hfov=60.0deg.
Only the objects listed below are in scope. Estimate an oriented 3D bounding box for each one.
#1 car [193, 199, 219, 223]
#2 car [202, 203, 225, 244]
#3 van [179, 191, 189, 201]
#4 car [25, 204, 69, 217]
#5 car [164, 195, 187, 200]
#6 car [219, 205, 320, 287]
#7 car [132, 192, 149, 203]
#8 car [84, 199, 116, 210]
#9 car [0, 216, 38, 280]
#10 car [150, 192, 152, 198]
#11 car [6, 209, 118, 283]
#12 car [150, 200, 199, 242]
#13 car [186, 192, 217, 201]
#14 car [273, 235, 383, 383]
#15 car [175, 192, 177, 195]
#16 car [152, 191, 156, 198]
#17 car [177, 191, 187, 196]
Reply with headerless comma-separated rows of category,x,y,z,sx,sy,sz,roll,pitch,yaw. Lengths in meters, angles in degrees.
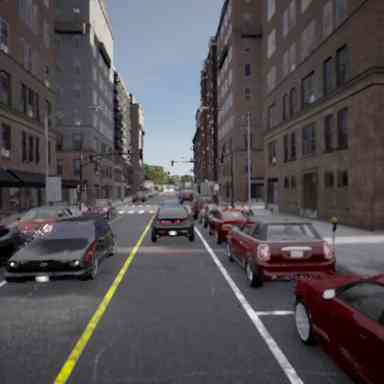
car,1.364,1.349,20.401,2.008,1.369,4.403,-1,1,-4
car,1.743,1.391,14.732,1.887,1.381,4.507,-1,1,-4
van,-1.495,0.767,64.050,1.690,1.788,3.998,-1,1,-4
car,-6.265,1.376,14.197,1.967,1.590,4.097,-1,1,-4
car,-1.578,1.285,25.790,1.837,1.490,4.892,-1,1,-3
car,2.120,1.334,9.062,1.967,1.590,4.097,-1,1,-4
car,-9.221,0.879,58.019,2.192,1.841,5.009,-1,1,-4
car,-7.022,1.280,25.536,1.967,1.590,4.097,-1,1,-4
car,-5.886,1.549,8.529,1.947,1.339,4.313,-1,1,-4
car,-9.947,1.021,69.004,2.008,1.369,4.403,-1,1,-4
car,-3.433,1.492,9.911,2.033,1.411,5.357,-1,1,-4
car,-0.899,1.370,15.663,1.837,1.490,4.892,-1,1,-3
car,0.984,1.065,26.069,2.192,1.841,5.009,-1,1,-4
car,2.499,1.486,3.393,1.887,1.381,4.507,-1,1,-4
car,-1.866,0.694,69.541,2.192,1.841,5.009,-1,1,-4
car,-11.039,0.873,85.478,1.887,1.381,4.507,-1,1,-4
car,-0.754,0.835,53.068,2.192,1.841,5.009,-1,1,-4
